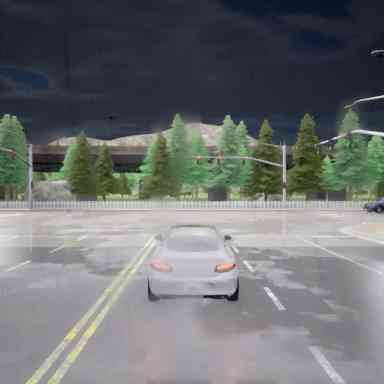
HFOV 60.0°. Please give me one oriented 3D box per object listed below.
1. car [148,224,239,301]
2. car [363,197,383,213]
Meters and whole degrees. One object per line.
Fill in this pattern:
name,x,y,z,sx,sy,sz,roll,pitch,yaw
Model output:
car,0.032,1.526,8.192,1.812,1.442,4.674,0,0,0
car,20.729,1.296,35.327,4.553,1.767,2.097,0,0,0
